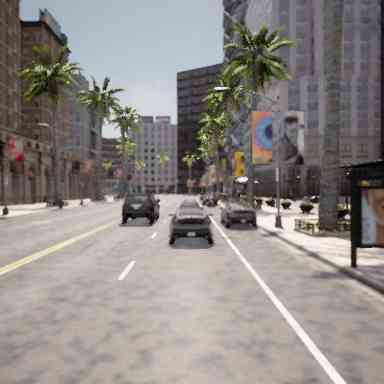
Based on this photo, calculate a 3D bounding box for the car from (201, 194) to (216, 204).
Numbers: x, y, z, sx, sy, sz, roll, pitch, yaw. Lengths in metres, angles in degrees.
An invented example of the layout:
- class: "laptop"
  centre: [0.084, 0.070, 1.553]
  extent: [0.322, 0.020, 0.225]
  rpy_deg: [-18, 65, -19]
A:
- class: "car"
  centre: [2.634, 1.086, 50.624]
  extent: [2.185, 1.767, 4.553]
  rpy_deg: [0, 0, -1]

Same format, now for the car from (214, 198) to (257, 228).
- class: "car"
  centre: [2.897, 1.364, 21.251]
  extent: [2.231, 1.521, 4.892]
  rpy_deg: [0, 0, -1]

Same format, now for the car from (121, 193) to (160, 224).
- class: "car"
  centre: [-3.616, 1.105, 24.080]
  extent: [2.150, 2.045, 5.566]
  rpy_deg: [0, 0, -1]

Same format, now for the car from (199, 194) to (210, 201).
- class: "car"
  centre: [2.737, 1.132, 72.555]
  extent: [2.161, 1.482, 4.786]
  rpy_deg: [0, 0, -1]

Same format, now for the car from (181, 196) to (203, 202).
- class: "car"
  centre: [-0.199, 1.393, 32.959]
  extent: [1.994, 1.385, 4.181]
  rpy_deg: [0, 0, -1]

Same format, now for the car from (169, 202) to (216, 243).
- class: "car"
  centre: [-0.044, 1.423, 15.684]
  extent: [1.837, 1.490, 4.892]
  rpy_deg: [0, 0, 0]
